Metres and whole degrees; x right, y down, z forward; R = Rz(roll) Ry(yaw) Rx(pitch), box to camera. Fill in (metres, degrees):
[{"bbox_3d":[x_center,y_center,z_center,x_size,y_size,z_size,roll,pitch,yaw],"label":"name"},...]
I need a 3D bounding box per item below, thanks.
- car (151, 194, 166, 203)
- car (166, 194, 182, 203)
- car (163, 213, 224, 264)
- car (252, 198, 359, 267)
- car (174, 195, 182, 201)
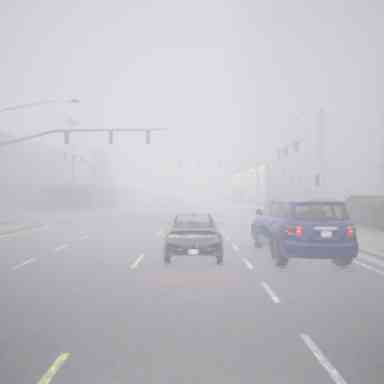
[{"bbox_3d":[-6.999,1.276,67.301,2.097,1.767,4.553,0,0,0],"label":"car"},{"bbox_3d":[-3.496,1.464,67.252,2.033,1.411,5.357,0,0,0],"label":"car"},{"bbox_3d":[0.058,1.475,11.728,2.128,1.511,4.902,0,0,0],"label":"car"},{"bbox_3d":[3.559,1.208,11.507,2.150,2.045,5.566,0,0,0],"label":"car"},{"bbox_3d":[-3.493,1.399,82.746,1.837,1.490,4.892,0,0,0],"label":"car"}]
